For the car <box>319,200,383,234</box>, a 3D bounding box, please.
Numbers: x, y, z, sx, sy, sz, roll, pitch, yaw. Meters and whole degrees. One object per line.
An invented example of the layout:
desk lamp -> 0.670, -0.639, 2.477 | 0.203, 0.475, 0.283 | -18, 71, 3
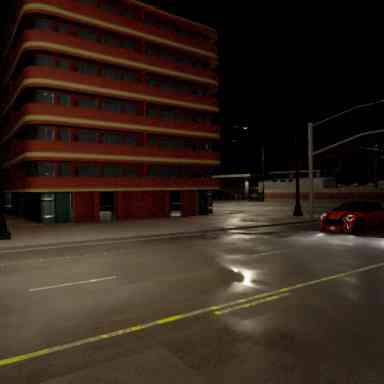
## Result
car -> 9.380, 1.357, 19.159 | 4.553, 1.767, 2.097 | 0, 0, -35

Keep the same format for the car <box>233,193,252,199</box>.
car -> 12.930, 1.065, 81.975 | 3.806, 1.475, 1.970 | -1, 1, -35

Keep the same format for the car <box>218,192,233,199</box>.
car -> 8.959, 0.933, 86.197 | 4.611, 1.667, 2.242 | -1, 1, -35
